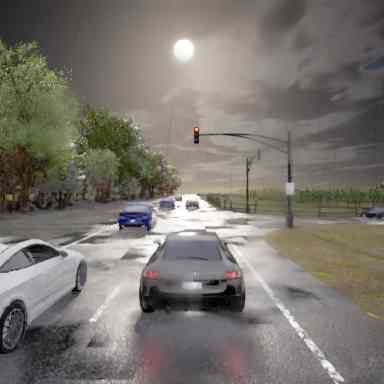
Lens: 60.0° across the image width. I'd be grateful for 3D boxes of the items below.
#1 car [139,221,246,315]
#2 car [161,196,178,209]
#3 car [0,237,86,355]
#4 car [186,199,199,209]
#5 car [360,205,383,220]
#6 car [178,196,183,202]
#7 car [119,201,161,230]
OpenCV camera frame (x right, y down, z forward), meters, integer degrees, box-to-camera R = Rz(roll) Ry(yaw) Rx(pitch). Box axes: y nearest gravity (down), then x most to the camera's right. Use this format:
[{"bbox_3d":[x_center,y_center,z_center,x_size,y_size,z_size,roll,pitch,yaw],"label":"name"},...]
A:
[{"bbox_3d":[0.013,1.577,7.696,1.994,1.385,4.181,0,0,0],"label":"car"},{"bbox_3d":[-3.327,1.546,45.911,1.882,1.535,5.008,0,0,0],"label":"car"},{"bbox_3d":[-3.395,1.536,5.962,1.812,1.442,4.674,0,0,0],"label":"car"},{"bbox_3d":[0.101,1.672,47.864,1.895,1.301,4.718,0,0,1],"label":"car"},{"bbox_3d":[18.726,1.851,31.023,5.357,1.411,2.033,1,-1,0],"label":"car"},{"bbox_3d":[-3.366,1.639,83.235,2.128,1.511,4.902,0,0,0],"label":"car"},{"bbox_3d":[-3.366,1.512,21.367,1.882,1.535,5.008,0,0,0],"label":"car"}]
